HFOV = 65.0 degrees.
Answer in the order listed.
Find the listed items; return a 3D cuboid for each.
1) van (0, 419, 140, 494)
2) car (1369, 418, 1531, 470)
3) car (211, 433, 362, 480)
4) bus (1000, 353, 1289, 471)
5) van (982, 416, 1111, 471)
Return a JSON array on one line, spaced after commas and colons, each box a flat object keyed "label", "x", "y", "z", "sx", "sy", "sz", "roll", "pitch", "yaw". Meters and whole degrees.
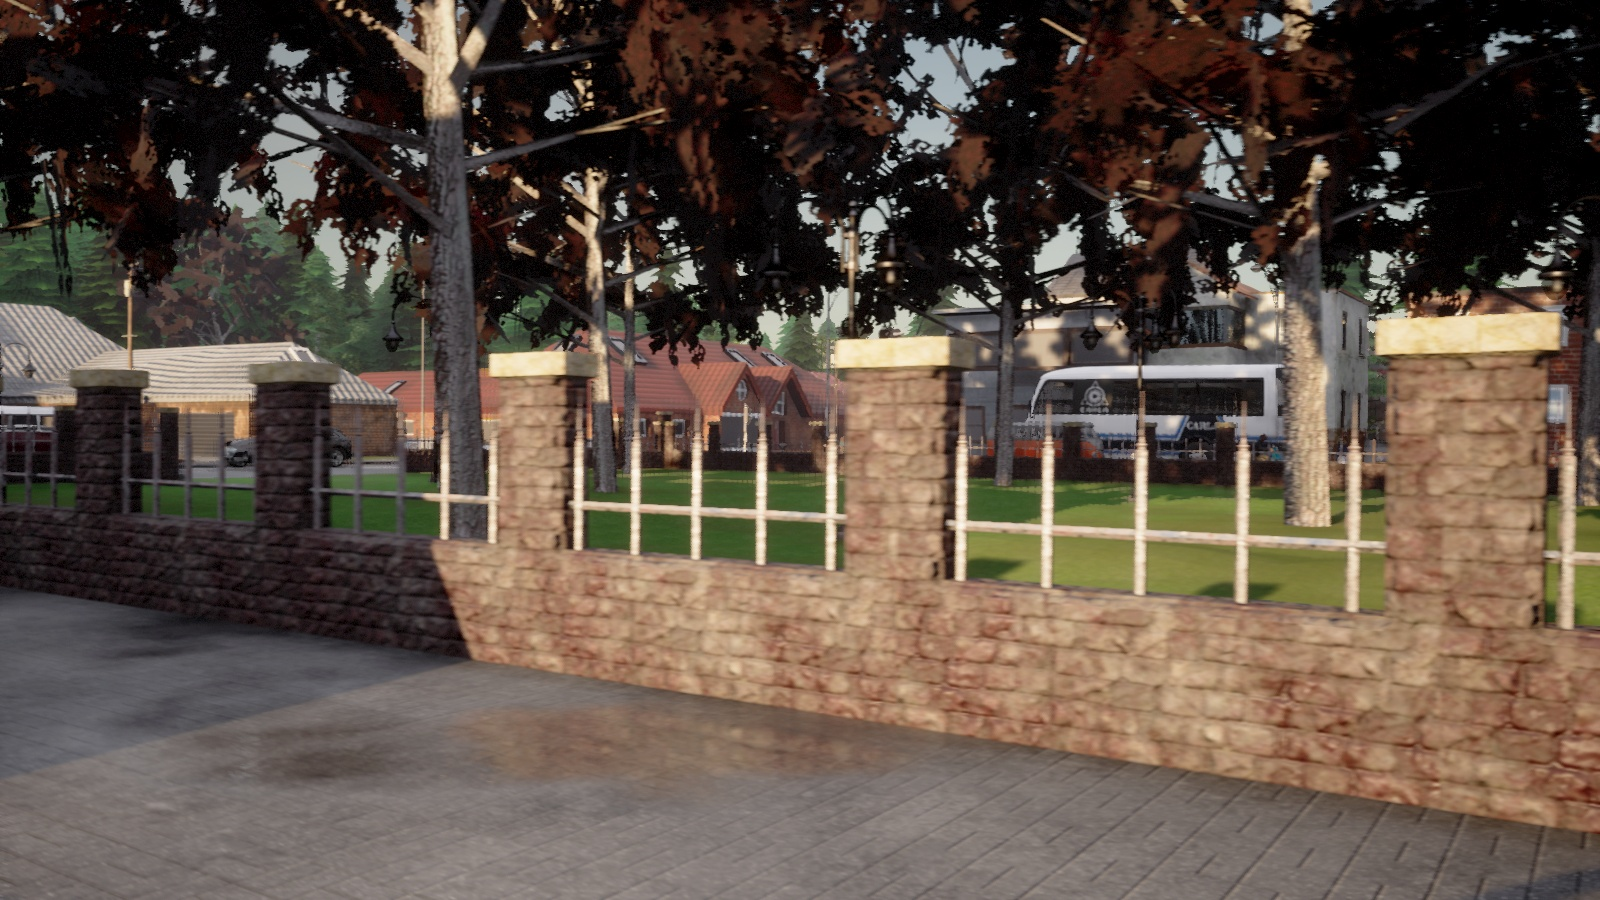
[{"label": "van", "x": -21.766, "y": 0.159, "z": 36.102, "sx": 2.069, "sy": 2.038, "sz": 4.480, "roll": 0, "pitch": 1, "yaw": 33}, {"label": "car", "x": 22.346, "y": -0.217, "z": 43.226, "sx": 4.611, "sy": 1.667, "sz": 2.242, "roll": 0, "pitch": 1, "yaw": 39}, {"label": "car", "x": -19.123, "y": 0.194, "z": 46.978, "sx": 2.033, "sy": 1.649, "sz": 4.856, "roll": 0, "pitch": 1, "yaw": 37}, {"label": "bus", "x": 13.478, "y": -1.445, "z": 49.644, "sx": 10.273, "sy": 4.253, "sz": 3.944, "roll": 1, "pitch": 1, "yaw": 33}, {"label": "van", "x": 9.324, "y": -0.249, "z": 47.553, "sx": 4.442, "sy": 1.987, "sz": 1.775, "roll": 0, "pitch": 1, "yaw": 32}]
